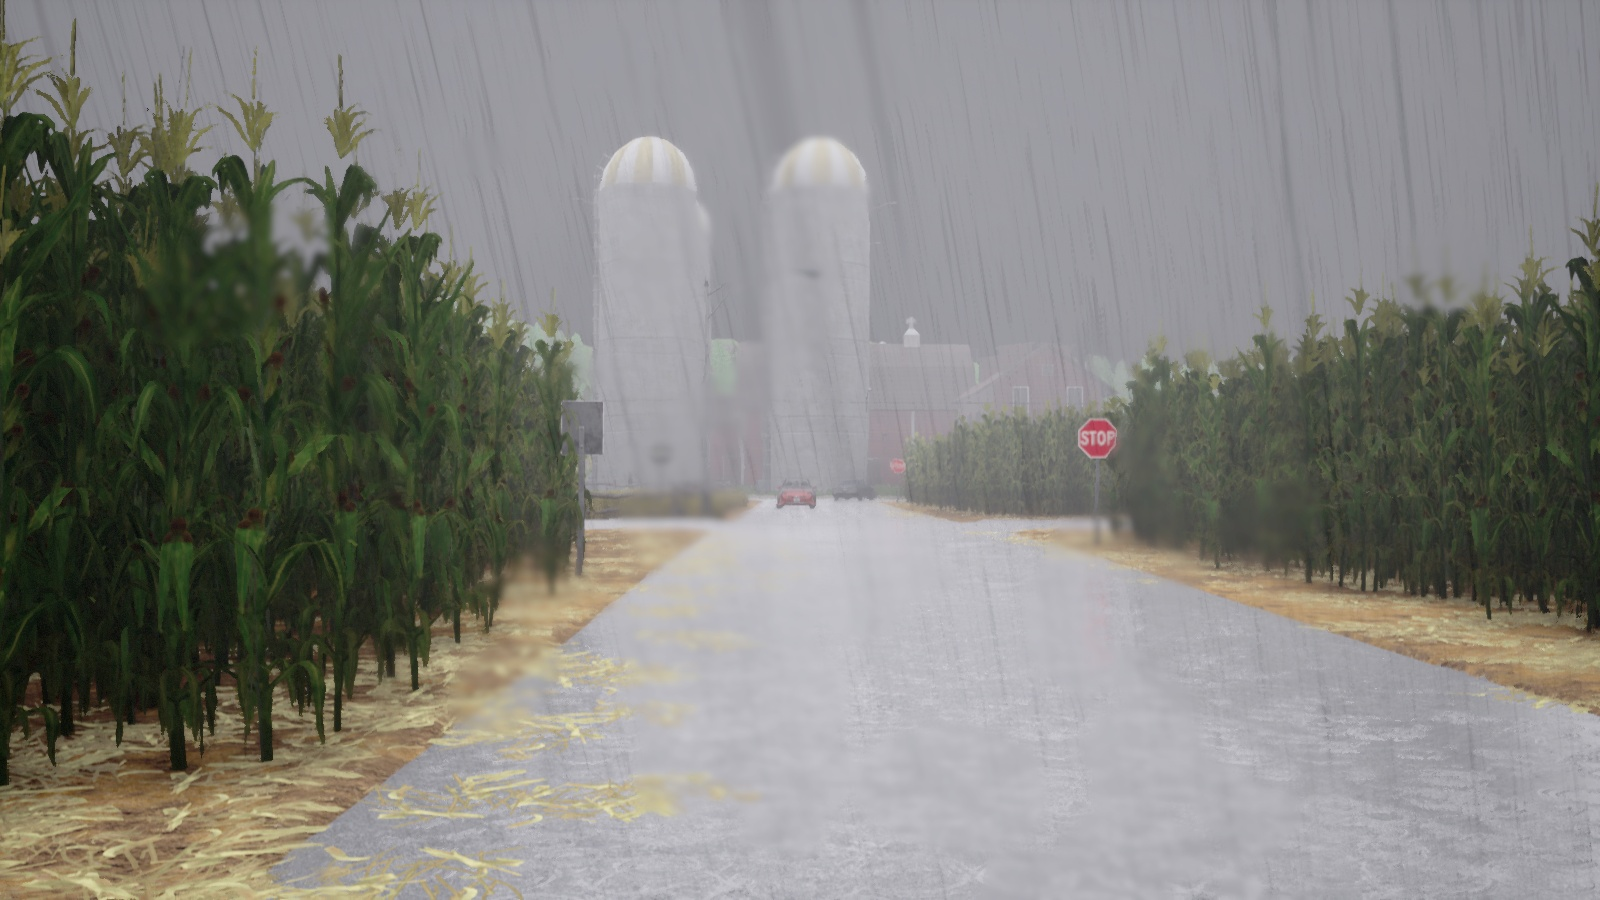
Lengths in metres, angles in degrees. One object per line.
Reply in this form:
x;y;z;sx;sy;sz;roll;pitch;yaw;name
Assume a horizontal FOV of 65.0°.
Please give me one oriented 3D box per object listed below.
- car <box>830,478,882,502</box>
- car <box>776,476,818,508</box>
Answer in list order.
3.597;2.523;79.938;2.033;1.411;5.357;-1;-1;17;car
-0.144;2.065;62.283;2.007;1.525;4.514;0;-1;0;car
